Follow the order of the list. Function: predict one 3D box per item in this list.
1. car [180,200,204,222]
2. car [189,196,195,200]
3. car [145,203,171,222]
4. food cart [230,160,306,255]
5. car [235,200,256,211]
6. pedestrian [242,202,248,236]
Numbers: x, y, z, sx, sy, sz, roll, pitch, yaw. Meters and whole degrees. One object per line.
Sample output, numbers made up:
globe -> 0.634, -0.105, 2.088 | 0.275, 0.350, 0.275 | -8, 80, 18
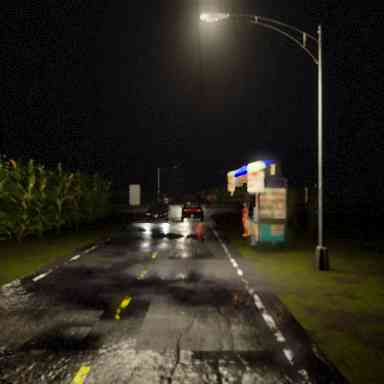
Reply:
car -> 0.019, 1.673, 28.278 | 2.128, 1.511, 4.902 | 0, 0, 0
car -> -0.005, 2.105, 91.699 | 1.895, 1.301, 4.718 | 0, 0, 0
car -> -2.798, 1.687, 28.246 | 1.837, 1.490, 4.892 | 0, -1, 0
food cart -> 3.150, 0.564, 14.911 | 2.280, 3.560, 4.660 | 1, 0, 0
car -> 7.982, 1.746, 42.502 | 5.008, 1.535, 1.882 | 0, -1, -12
pedestrian -> 2.824, 1.409, 17.738 | 0.375, 1.860, 0.375 | -1, 1, -3
